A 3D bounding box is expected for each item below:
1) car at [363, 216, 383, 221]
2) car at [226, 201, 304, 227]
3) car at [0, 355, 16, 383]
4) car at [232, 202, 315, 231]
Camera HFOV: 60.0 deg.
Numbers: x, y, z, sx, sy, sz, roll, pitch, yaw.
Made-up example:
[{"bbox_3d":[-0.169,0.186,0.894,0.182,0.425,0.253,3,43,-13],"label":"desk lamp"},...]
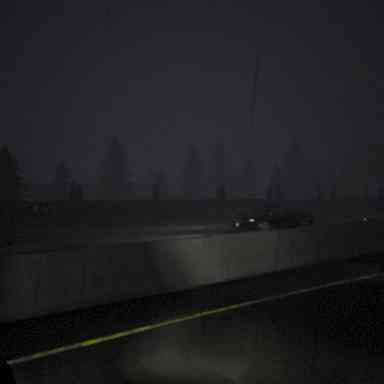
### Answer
[{"bbox_3d":[11.502,1.553,17.948,4.718,1.301,1.895,0,0,-23],"label":"car"},{"bbox_3d":[4.992,1.436,22.610,4.902,1.511,2.128,0,0,-25],"label":"car"},{"bbox_3d":[-3.399,1.473,1.166,5.008,1.535,1.882,0,0,-37],"label":"car"},{"bbox_3d":[4.581,1.442,18.522,4.902,1.511,2.128,0,0,-26],"label":"car"}]
